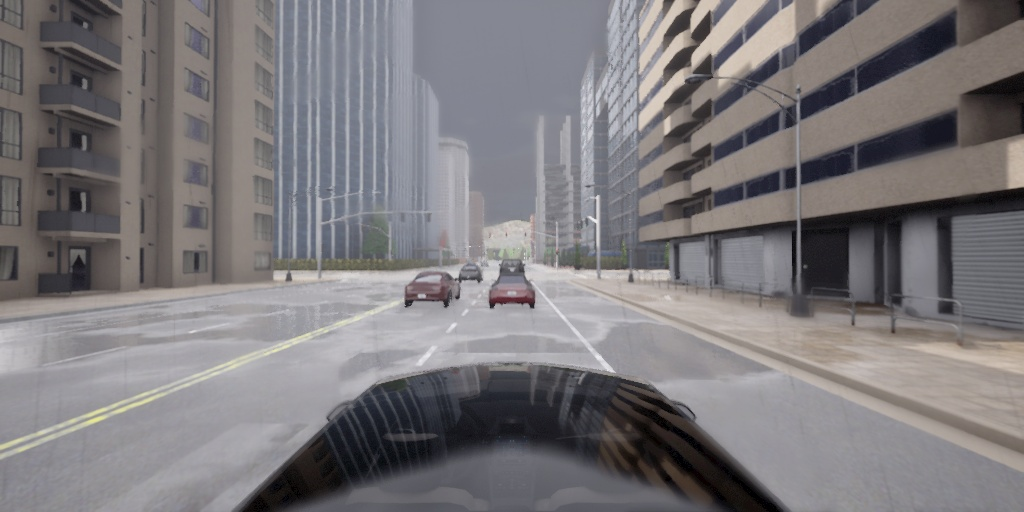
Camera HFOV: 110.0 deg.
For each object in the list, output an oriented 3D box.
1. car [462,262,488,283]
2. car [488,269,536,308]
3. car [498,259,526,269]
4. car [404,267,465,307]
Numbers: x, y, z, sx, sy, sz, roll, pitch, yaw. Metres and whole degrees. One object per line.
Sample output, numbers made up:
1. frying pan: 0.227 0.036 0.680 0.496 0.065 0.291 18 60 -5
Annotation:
1. car: -3.520 1.518 31.143 2.128 1.511 4.902 0 0 -1
2. car: 0.005 1.449 16.120 1.994 1.385 4.181 0 0 0
3. car: 0.002 1.240 30.863 2.150 2.045 5.566 0 0 0
4. car: -3.494 1.412 16.225 1.812 1.442 4.674 0 0 0
